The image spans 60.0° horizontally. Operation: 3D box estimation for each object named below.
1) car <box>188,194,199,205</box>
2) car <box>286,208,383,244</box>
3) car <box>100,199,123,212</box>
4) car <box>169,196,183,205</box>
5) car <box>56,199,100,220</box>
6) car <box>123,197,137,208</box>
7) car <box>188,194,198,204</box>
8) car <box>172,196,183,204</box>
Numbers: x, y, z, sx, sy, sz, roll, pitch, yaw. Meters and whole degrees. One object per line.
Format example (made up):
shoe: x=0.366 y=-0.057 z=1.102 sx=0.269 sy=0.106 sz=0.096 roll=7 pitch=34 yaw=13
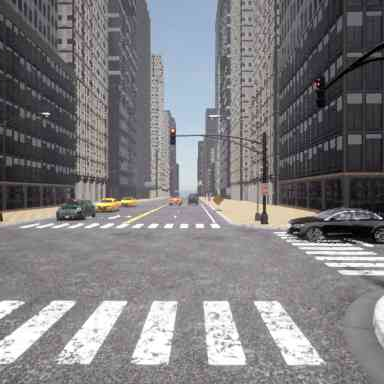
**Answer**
car: x=0.255 y=1.606 z=60.232 sx=1.837 sy=1.490 sz=4.892 roll=0 pitch=0 yaw=0
car: x=6.886 y=1.503 z=15.359 sx=4.902 sy=1.511 sz=2.128 roll=0 pitch=0 yaw=2
car: x=-9.751 y=1.519 z=38.690 sx=1.882 sy=1.535 sz=5.008 roll=0 pitch=0 yaw=0
car: x=-2.994 y=1.452 z=60.019 sx=2.097 sy=1.767 sz=4.553 roll=0 pitch=0 yaw=0
car: x=-9.777 y=1.374 z=28.310 sx=2.097 sy=1.767 sz=4.553 roll=0 pitch=0 yaw=0
car: x=-9.707 y=1.549 z=50.851 sx=1.882 sy=1.535 sz=5.008 roll=0 pitch=0 yaw=1
car: x=0.254 y=1.361 z=70.439 sx=2.150 sy=2.045 sz=5.566 roll=0 pitch=0 yaw=0
car: x=-2.998 y=1.634 z=70.208 sx=2.128 sy=1.511 sz=4.902 roll=0 pitch=0 yaw=0
